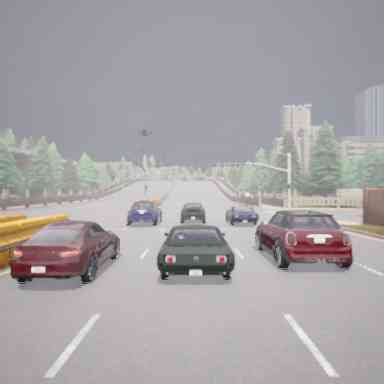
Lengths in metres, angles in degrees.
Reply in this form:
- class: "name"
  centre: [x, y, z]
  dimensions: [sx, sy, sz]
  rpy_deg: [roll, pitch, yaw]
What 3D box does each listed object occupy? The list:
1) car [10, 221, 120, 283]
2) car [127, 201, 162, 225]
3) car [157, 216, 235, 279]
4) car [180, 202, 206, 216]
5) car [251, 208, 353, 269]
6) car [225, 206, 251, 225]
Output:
- class: "car"
  centre: [-3.408, 1.558, 9.663]
  dimensions: [1.812, 1.442, 4.674]
  rpy_deg: [0, 0, 0]
- class: "car"
  centre: [-3.417, 1.433, 24.726]
  dimensions: [2.097, 1.767, 4.553]
  rpy_deg: [0, 0, 0]
- class: "car"
  centre: [0.093, 1.635, 10.128]
  dimensions: [1.895, 1.301, 4.718]
  rpy_deg: [0, 0, 0]
- class: "car"
  centre: [0.082, 1.595, 26.477]
  dimensions: [1.837, 1.490, 4.892]
  rpy_deg: [0, 0, 0]
- class: "car"
  centre: [3.593, 1.391, 11.493]
  dimensions: [2.097, 1.767, 4.553]
  rpy_deg: [0, 0, 0]
- class: "car"
  centre: [3.583, 1.683, 24.669]
  dimensions: [1.895, 1.301, 4.718]
  rpy_deg: [0, 0, 0]
